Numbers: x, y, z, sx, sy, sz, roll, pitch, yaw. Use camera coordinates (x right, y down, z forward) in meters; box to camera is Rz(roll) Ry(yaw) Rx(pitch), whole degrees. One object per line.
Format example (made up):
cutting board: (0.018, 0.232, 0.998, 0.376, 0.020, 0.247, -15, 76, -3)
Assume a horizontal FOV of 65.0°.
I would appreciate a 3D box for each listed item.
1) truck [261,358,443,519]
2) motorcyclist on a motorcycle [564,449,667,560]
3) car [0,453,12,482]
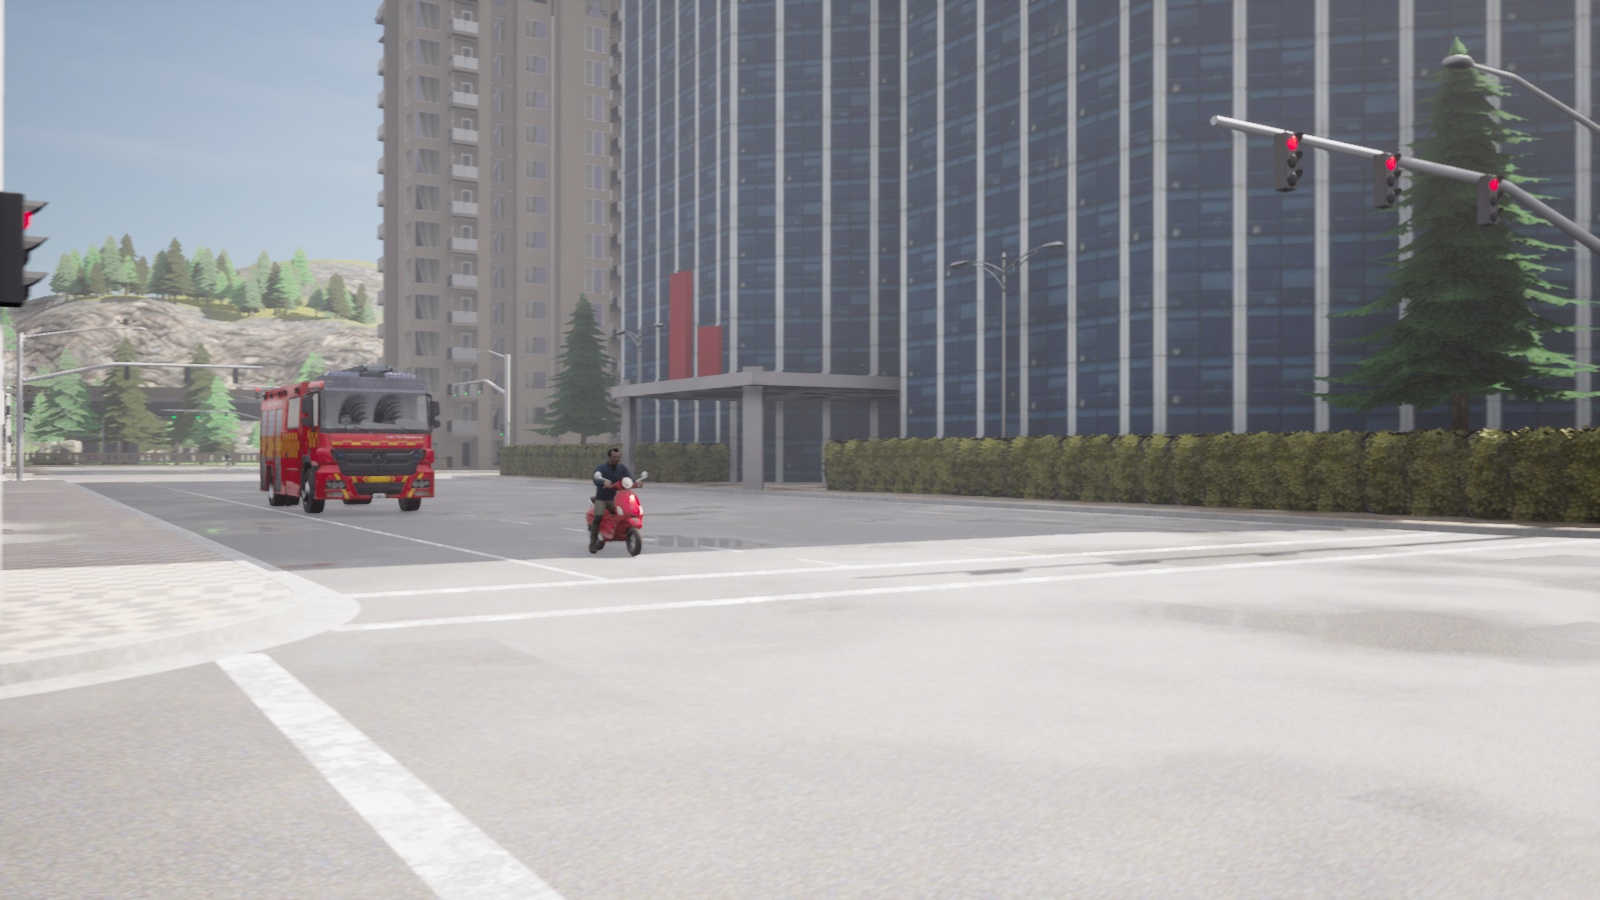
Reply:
truck: (-12.396, -0.251, 34.151, 2.891, 3.827, 8.468, 0, 0, -32)
motorcyclist on a motorcycle: (-2.807, 0.779, 18.929, 0.866, 1.590, 1.817, 0, 0, -32)
car: (-48.759, 1.023, 73.306, 4.611, 1.667, 2.242, 0, 0, -32)
